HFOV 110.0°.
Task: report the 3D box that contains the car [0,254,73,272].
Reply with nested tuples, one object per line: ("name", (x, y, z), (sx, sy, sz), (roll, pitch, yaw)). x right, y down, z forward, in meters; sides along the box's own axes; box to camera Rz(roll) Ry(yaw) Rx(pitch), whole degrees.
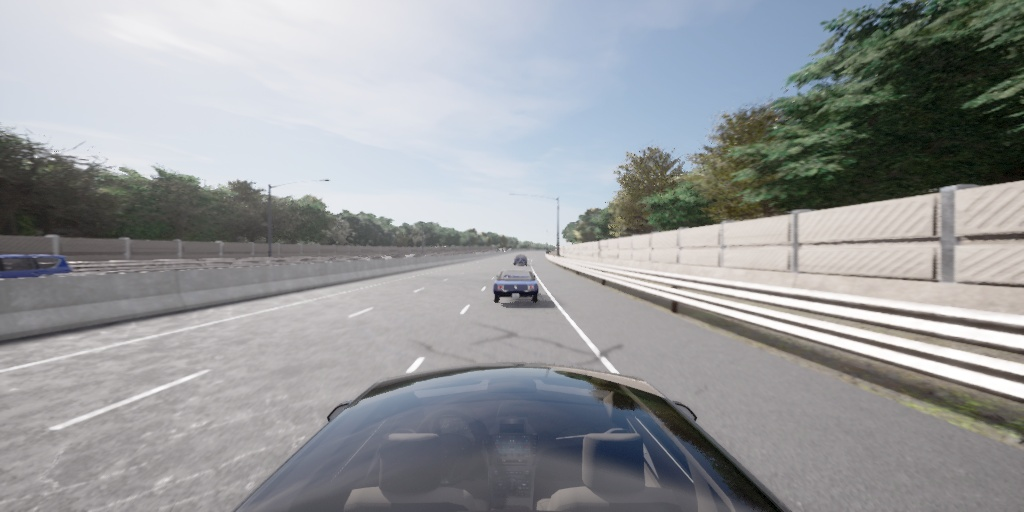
("car", (-20.946, 0.960, 13.985), (2.150, 2.045, 5.566), (0, 0, 1))

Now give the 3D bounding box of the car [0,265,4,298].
("car", (-24.445, 1.183, 14.051), (2.128, 1.511, 4.902), (0, 0, 1))

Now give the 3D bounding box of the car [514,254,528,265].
("car", (1.435, 0.507, 57.858), (2.097, 1.767, 4.553), (0, 1, 3))

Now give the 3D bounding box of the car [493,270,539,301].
("car", (0.183, 1.267, 16.550), (1.895, 1.301, 4.718), (0, 1, 1))

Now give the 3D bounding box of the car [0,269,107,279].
("car", (-17.446, 1.333, 13.951), (1.895, 1.301, 4.718), (0, 0, 1))
